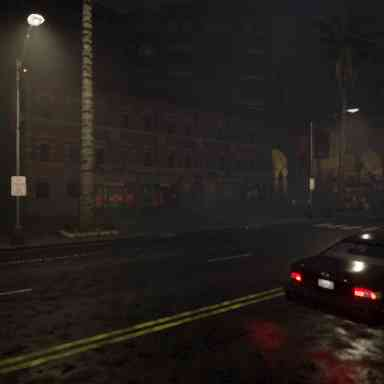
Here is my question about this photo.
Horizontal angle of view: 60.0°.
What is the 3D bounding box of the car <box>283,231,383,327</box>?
[{"bbox_3d":[4.211,1.538,6.862,5.357,1.411,2.033,0,0,-36],"label":"car"}]
